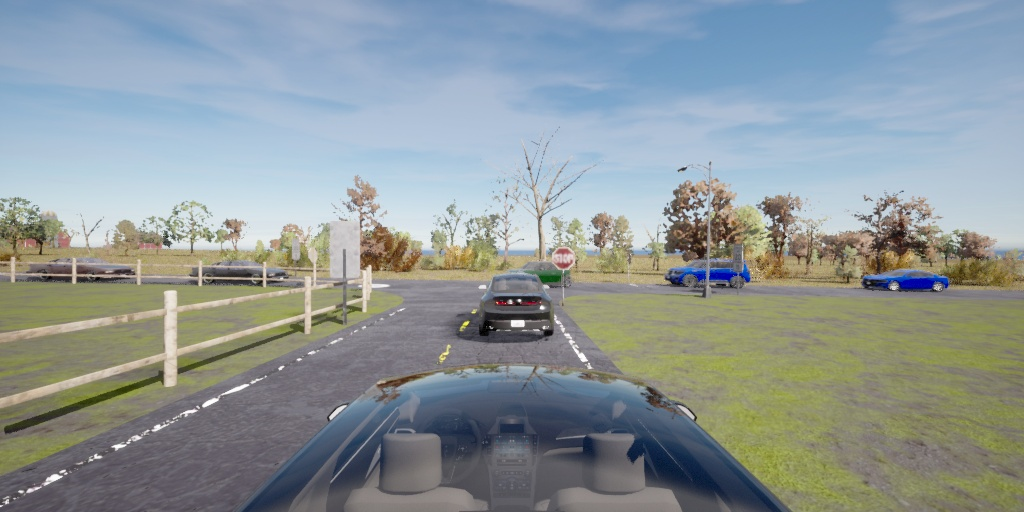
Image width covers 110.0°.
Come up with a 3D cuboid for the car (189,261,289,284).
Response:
[{"bbox_3d":[-17.419,1.008,22.999,5.357,1.411,2.033,1,1,0],"label":"car"}]

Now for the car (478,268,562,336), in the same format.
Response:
[{"bbox_3d":[0.079,1.252,10.377,1.837,1.490,4.892,0,0,-1],"label":"car"}]

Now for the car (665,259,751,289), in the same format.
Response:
[{"bbox_3d":[14.049,1.220,25.817,5.566,2.045,2.150,1,1,0],"label":"car"}]

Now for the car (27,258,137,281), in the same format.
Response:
[{"bbox_3d":[-27.551,0.815,23.037,5.357,1.411,2.033,1,1,0],"label":"car"}]

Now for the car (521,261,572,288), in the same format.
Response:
[{"bbox_3d":[1.573,1.112,22.764,4.553,1.767,2.097,2,0,-33],"label":"car"}]

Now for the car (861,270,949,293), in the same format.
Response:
[{"bbox_3d":[28.124,1.727,25.753,5.008,1.535,1.882,1,1,0],"label":"car"}]
